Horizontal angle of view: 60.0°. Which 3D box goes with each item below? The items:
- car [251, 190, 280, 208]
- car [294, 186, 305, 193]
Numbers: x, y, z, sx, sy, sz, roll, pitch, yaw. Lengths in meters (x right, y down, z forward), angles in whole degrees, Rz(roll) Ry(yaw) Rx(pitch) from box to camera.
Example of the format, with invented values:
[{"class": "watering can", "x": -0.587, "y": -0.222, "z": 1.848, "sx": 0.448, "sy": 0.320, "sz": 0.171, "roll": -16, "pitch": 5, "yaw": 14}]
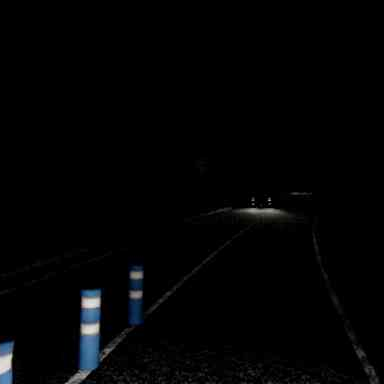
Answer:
[{"class": "car", "x": 7.441, "y": 0.626, "z": 33.346, "sx": 2.097, "sy": 1.767, "sz": 4.553, "roll": 0, "pitch": 2, "yaw": 25}, {"class": "car", "x": 22.994, "y": -0.584, "z": 71.189, "sx": 1.812, "sy": 1.442, "sz": 4.674, "roll": 1, "pitch": 2, "yaw": 16}]
